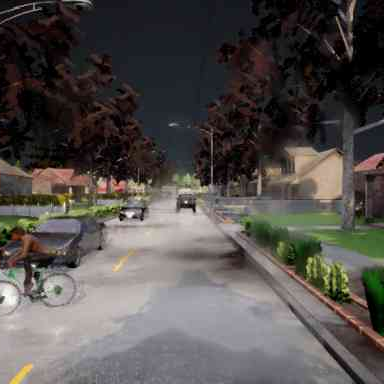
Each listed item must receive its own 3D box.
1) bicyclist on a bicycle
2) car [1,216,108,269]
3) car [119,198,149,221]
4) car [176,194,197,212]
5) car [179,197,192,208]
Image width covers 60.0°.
[{"bbox_3d":[-3.046,1.454,6.220,1.656,1.620,0.582,-2,1,-26],"label":"bicyclist on a bicycle"},{"bbox_3d":[-4.305,1.547,11.444,2.033,1.411,5.357,0,0,-1],"label":"car"},{"bbox_3d":[-4.596,1.490,26.748,2.128,1.511,4.902,0,0,-1],"label":"car"},{"bbox_3d":[-0.671,1.223,38.401,2.150,2.045,5.566,0,0,-1],"label":"car"},{"bbox_3d":[-0.905,1.526,49.034,1.812,1.442,4.674,0,0,-1],"label":"car"}]
